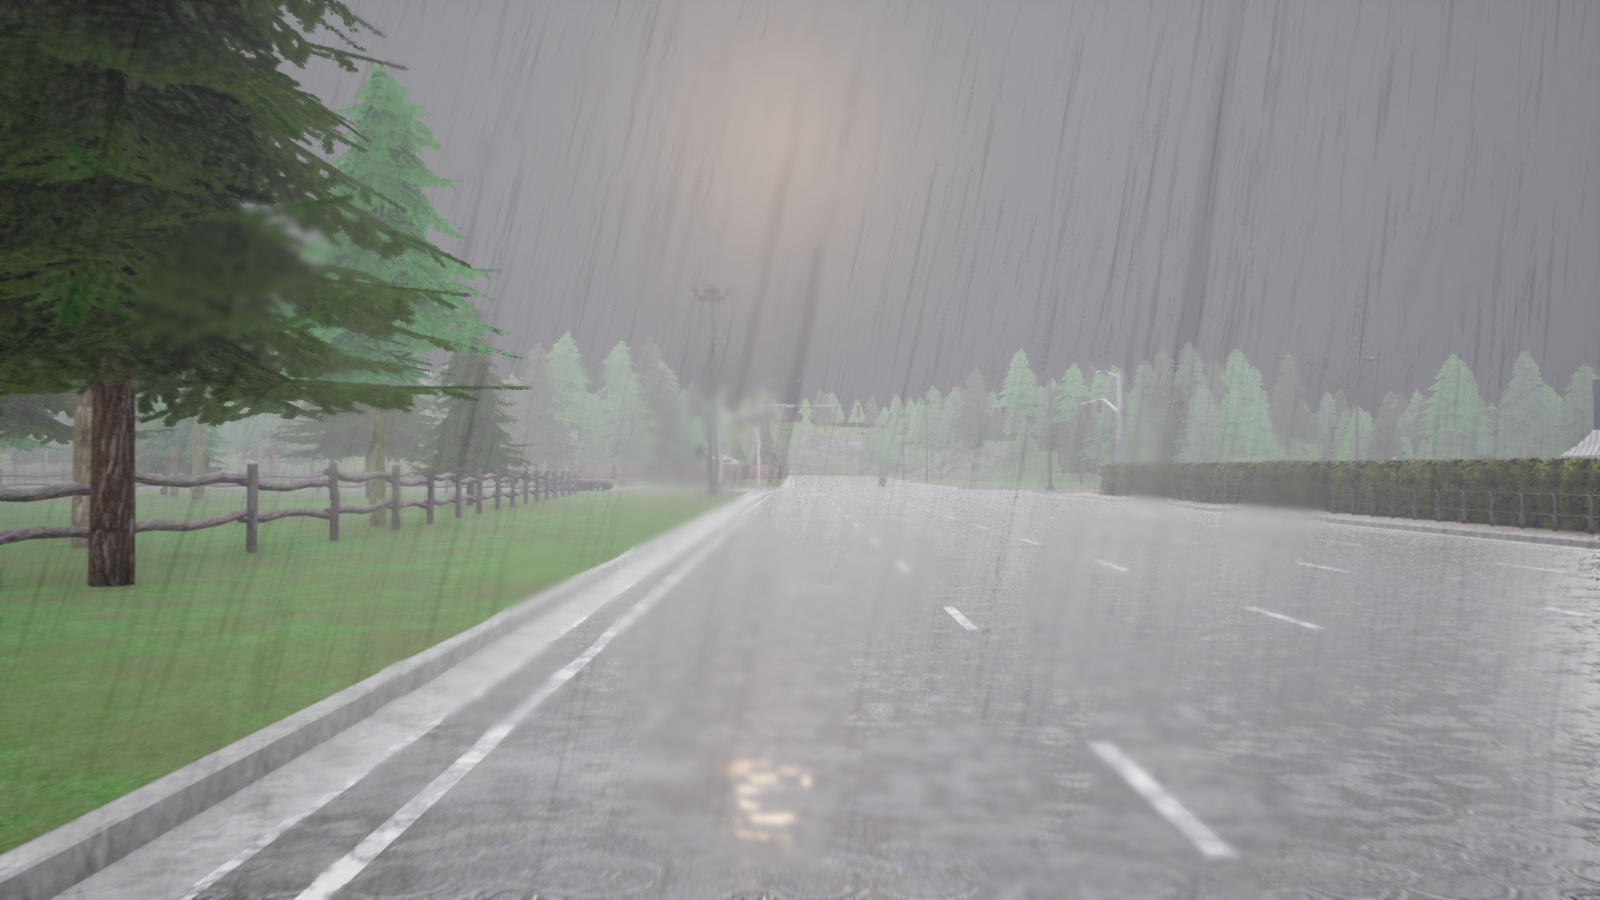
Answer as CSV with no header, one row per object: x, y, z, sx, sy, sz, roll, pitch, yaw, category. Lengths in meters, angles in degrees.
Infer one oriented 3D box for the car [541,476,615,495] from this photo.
-14.992,2.398,85.013,4.718,1.301,1.895,0,-1,-1,car
